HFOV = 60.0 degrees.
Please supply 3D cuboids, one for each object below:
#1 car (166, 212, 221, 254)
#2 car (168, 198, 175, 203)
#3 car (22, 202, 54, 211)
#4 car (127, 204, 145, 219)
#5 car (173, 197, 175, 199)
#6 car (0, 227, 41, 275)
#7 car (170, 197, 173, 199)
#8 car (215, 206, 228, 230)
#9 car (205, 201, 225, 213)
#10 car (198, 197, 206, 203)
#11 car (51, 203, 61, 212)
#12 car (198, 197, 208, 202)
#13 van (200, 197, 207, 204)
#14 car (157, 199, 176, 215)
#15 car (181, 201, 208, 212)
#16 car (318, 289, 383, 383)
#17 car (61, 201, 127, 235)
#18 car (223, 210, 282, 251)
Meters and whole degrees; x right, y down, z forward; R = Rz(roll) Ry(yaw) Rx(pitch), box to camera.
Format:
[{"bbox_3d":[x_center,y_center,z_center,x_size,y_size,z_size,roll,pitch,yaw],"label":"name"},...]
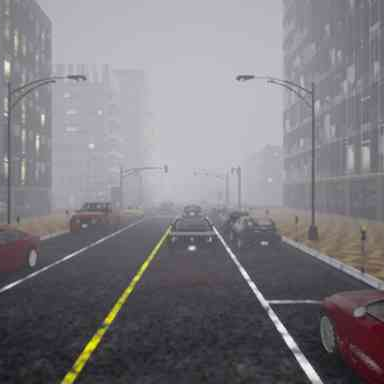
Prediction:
[{"bbox_3d":[0.010,1.734,14.108,1.895,1.301,4.718,0,0,0],"label":"car"},{"bbox_3d":[-5.638,2.411,92.198,1.802,1.307,4.206,0,0,0],"label":"car"},{"bbox_3d":[-25.940,2.434,56.153,4.403,1.369,2.008,-1,1,-1],"label":"car"},{"bbox_3d":[-5.641,1.824,32.087,1.752,1.417,4.829,0,-1,0],"label":"car"},{"bbox_3d":[-5.644,2.279,81.131,1.887,1.381,4.507,0,0,0],"label":"car"},{"bbox_3d":[-5.693,1.629,8.856,1.887,1.381,4.507,0,-1,0],"label":"car"},{"bbox_3d":[-5.651,2.188,70.065,2.008,1.369,4.403,0,-1,0],"label":"car"},{"bbox_3d":[2.694,1.755,20.175,1.947,1.339,4.313,0,-1,0],"label":"car"},{"bbox_3d":[2.674,1.863,33.579,2.008,1.369,4.403,0,-1,0],"label":"car"},{"bbox_3d":[2.742,2.269,92.187,1.967,1.590,4.097,0,0,0],"label":"car"},{"bbox_3d":[-20.004,2.308,47.852,4.829,1.417,1.752,-1,1,-1],"label":"car"},{"bbox_3d":[2.733,2.252,75.586,1.947,1.339,4.313,0,0,0],"label":"car"},{"bbox_3d":[2.734,2.075,81.121,1.690,1.788,3.998,0,0,0],"label":"van"},{"bbox_3d":[-2.978,1.914,39.753,2.033,1.411,5.357,0,-1,0],"label":"car"},{"bbox_3d":[0.018,1.818,28.990,2.033,1.411,5.357,0,0,0],"label":"car"},{"bbox_3d":[2.685,1.614,3.248,1.802,1.307,4.206,-1,-1,0],"label":"car"},{"bbox_3d":[-5.688,1.504,20.140,2.192,1.841,5.009,0,-1,0],"label":"car"},{"bbox_3d":[2.691,1.688,14.533,2.008,1.369,4.403,-1,-1,0],"label":"car"}]
